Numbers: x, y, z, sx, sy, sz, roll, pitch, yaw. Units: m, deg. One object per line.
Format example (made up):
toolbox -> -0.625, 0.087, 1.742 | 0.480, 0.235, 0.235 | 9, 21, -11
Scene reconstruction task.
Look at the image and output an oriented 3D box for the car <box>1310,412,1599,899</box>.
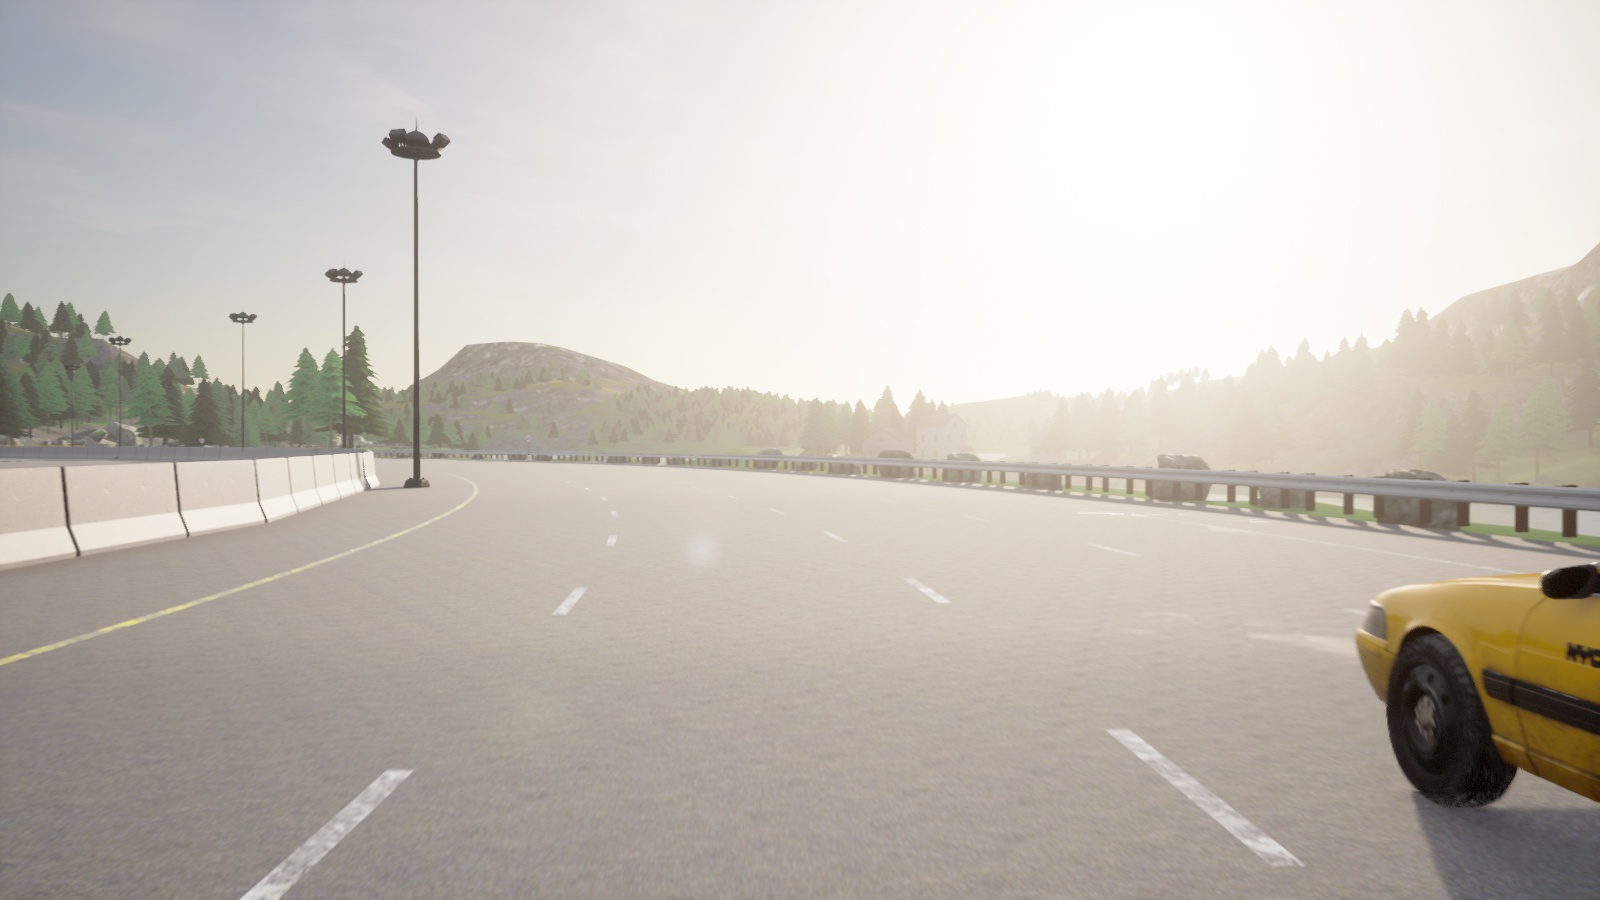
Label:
car -> 3.487, 0.667, 3.563 | 1.801, 1.575, 5.366 | 0, 0, -1
